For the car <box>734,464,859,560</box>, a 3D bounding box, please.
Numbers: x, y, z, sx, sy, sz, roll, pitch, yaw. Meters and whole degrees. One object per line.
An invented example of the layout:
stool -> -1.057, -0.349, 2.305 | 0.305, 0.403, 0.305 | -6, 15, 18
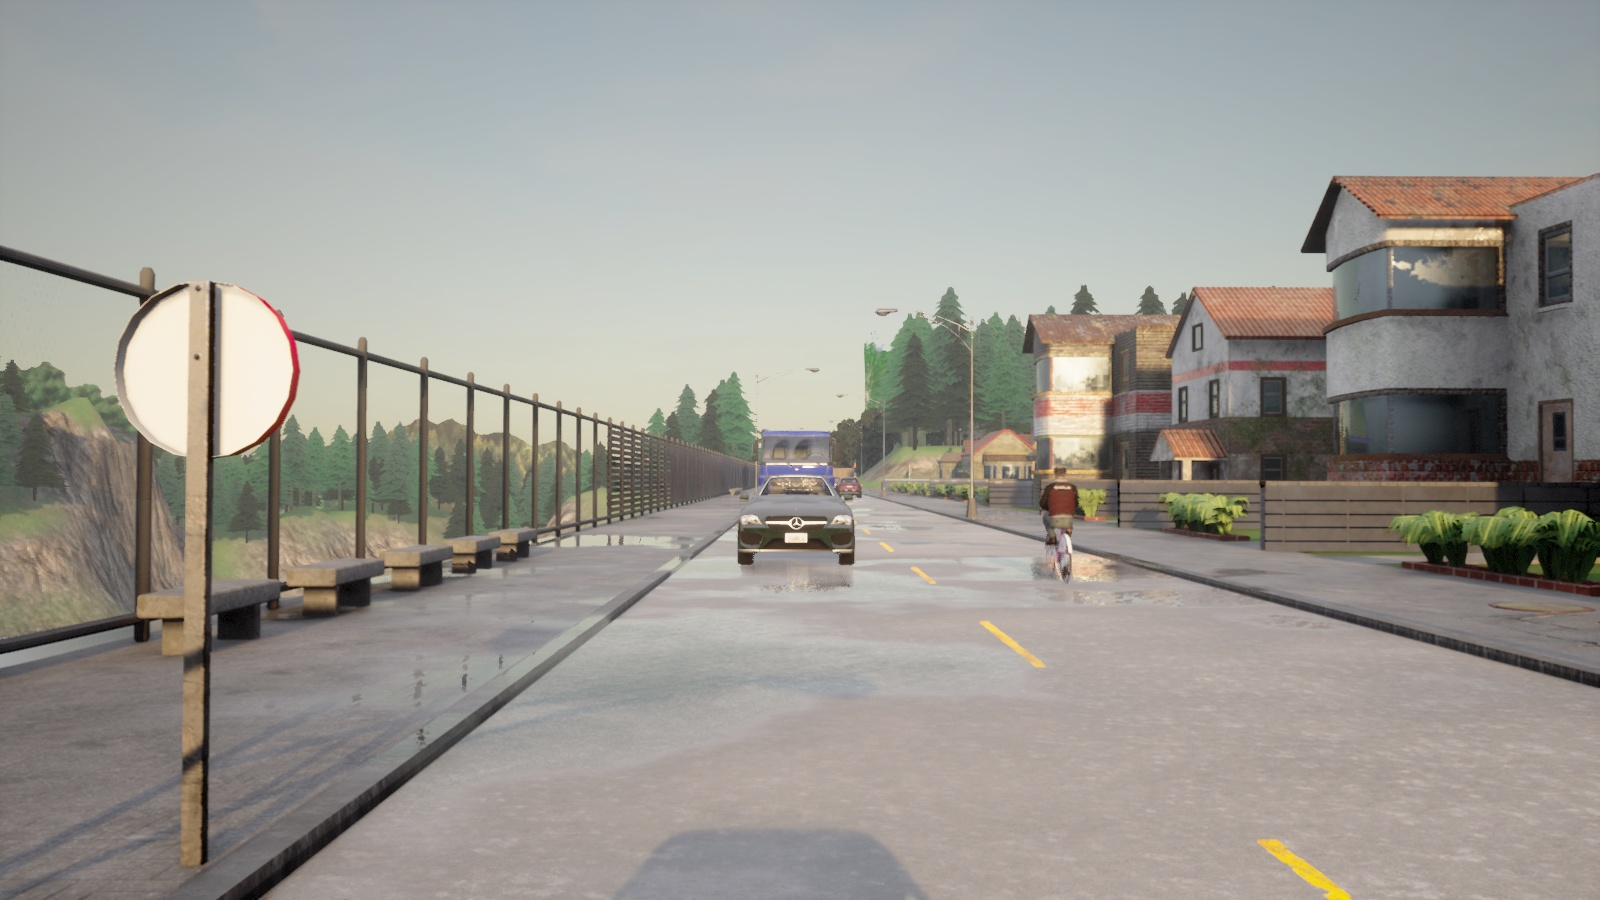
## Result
car -> -0.062, 1.125, 24.192 | 2.152, 1.651, 5.027 | 0, -1, 0

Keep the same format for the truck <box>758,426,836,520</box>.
truck -> -0.131, 0.933, 50.505 | 2.891, 3.462, 7.936 | 0, -1, 0

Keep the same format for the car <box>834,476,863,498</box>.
car -> 3.756, 2.838, 97.165 | 2.033, 1.649, 4.856 | 0, -1, 0

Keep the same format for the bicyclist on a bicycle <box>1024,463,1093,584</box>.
bicyclist on a bicycle -> 3.951, 1.095, 19.332 | 0.659, 1.776, 1.843 | 0, -1, 0
